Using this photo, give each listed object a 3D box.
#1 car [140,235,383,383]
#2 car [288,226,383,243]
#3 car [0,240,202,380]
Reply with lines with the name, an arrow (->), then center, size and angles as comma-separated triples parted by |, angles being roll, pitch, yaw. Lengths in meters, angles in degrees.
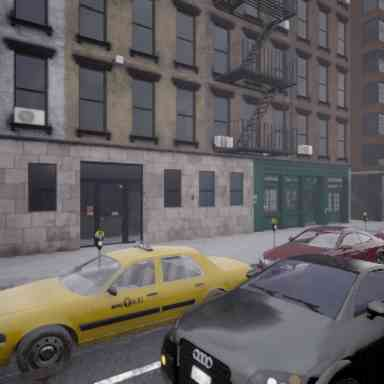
car -> 1.703, 1.564, 4.294 | 4.181, 1.385, 1.994 | 0, 0, -36
car -> 3.588, 1.583, 8.767 | 4.206, 1.307, 1.802 | 0, 0, -36
car -> -1.036, 1.526, 5.454 | 4.829, 1.417, 1.752 | 0, 0, -36
